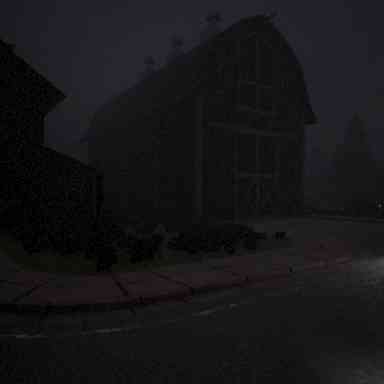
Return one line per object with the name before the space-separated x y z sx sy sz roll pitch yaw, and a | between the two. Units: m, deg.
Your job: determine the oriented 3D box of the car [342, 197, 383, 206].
car | 18.272 1.363 35.134 2.097 1.767 4.553 0 0 -34
